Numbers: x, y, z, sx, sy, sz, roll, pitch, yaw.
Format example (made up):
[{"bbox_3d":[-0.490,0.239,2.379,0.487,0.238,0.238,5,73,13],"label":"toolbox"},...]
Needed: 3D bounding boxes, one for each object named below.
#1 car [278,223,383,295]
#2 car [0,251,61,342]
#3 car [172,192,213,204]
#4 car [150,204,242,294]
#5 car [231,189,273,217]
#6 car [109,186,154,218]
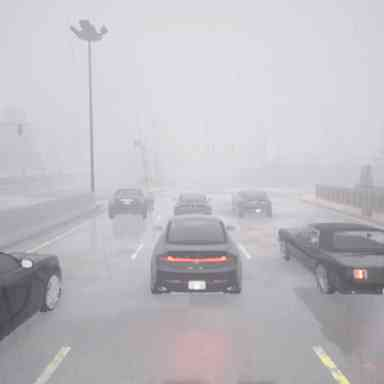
[{"bbox_3d":[3.575,1.413,8.193,1.895,1.301,4.718,0,2,0],"label":"car"},{"bbox_3d":[-3.410,1.413,4.344,1.882,1.535,5.008,0,1,0],"label":"car"},{"bbox_3d":[0.027,0.757,17.521,1.837,1.490,4.892,0,4,0],"label":"car"},{"bbox_3d":[0.075,1.310,8.320,1.837,1.490,4.892,0,2,0],"label":"car"},{"bbox_3d":[3.511,0.575,20.037,1.837,1.490,4.892,0,4,0],"label":"car"},{"bbox_3d":[-3.487,0.430,19.878,2.097,1.767,4.553,0,4,0],"label":"car"}]
